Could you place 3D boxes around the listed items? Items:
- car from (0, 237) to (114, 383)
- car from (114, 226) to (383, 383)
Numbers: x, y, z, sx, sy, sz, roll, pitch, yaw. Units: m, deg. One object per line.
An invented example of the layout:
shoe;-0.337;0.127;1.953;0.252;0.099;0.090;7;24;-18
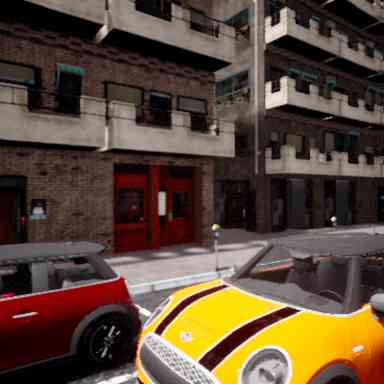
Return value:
car;-2.789;1.440;4.122;4.097;1.590;1.967;1;-1;-35
car;1.612;1.381;4.220;4.553;1.767;2.097;1;0;-35
